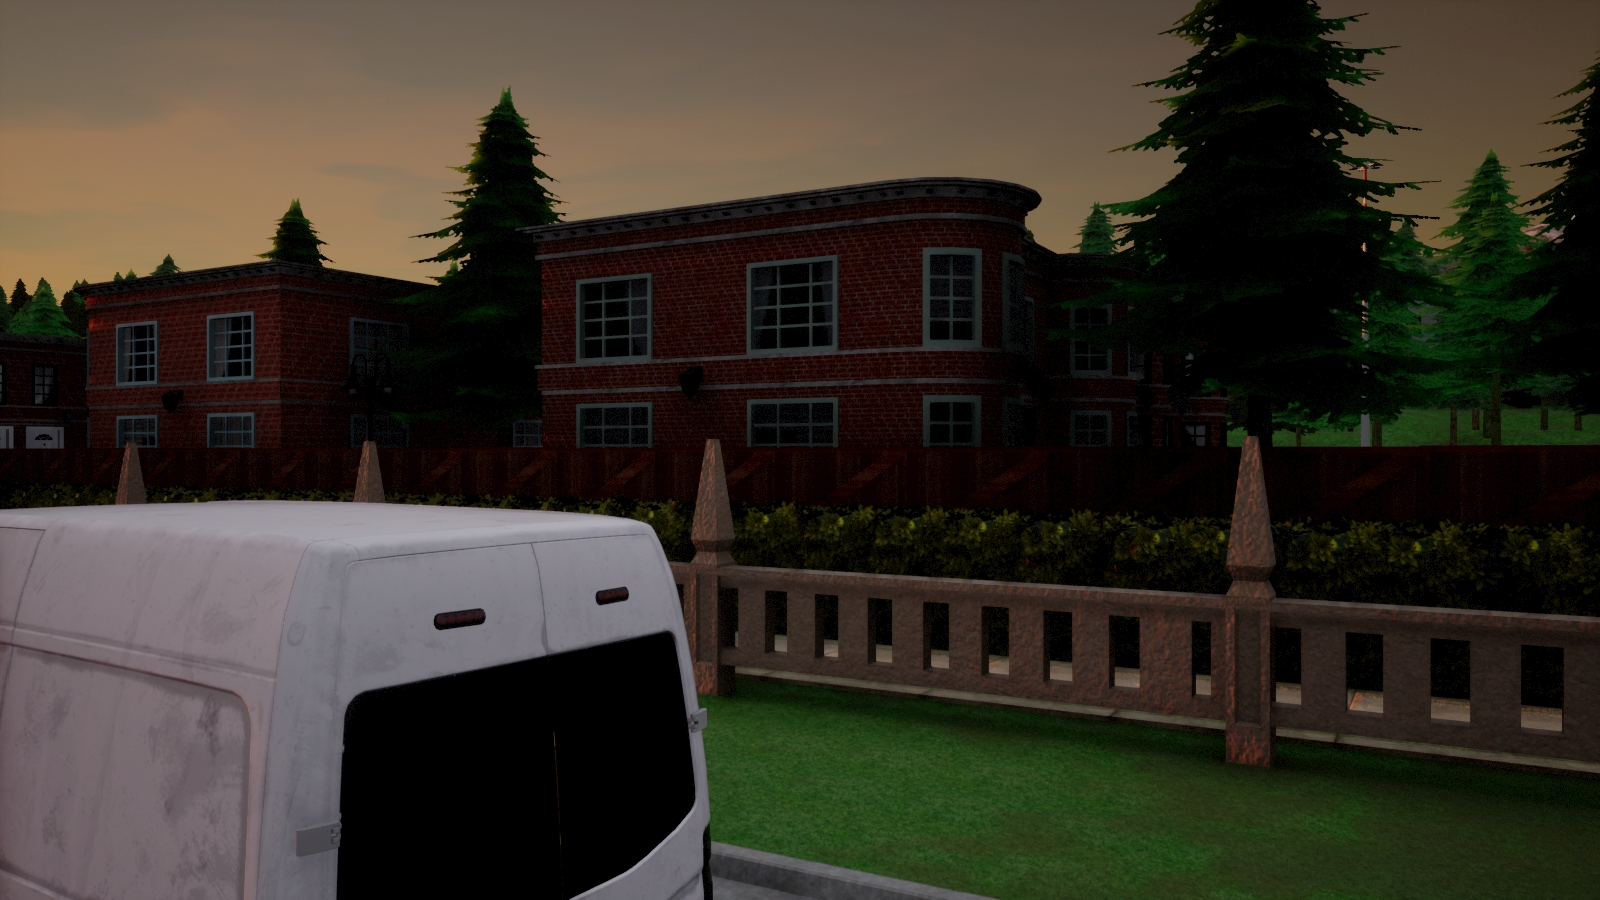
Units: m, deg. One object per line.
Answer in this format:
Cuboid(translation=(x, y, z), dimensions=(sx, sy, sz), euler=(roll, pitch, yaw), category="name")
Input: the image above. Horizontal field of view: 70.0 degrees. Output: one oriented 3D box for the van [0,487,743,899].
Cuboid(translation=(-3.240, 1.534, 5.467), dimensions=(5.915, 2.561, 1.988), euler=(0, 0, 34), category="van")
